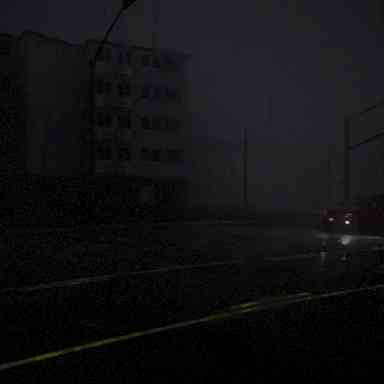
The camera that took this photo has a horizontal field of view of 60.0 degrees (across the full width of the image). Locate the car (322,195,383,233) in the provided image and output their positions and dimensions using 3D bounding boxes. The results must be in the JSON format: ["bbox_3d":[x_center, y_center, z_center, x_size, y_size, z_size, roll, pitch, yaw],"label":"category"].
[{"bbox_3d":[10.411,1.205,19.632,5.566,2.045,2.150,0,0,-20],"label":"car"}]
